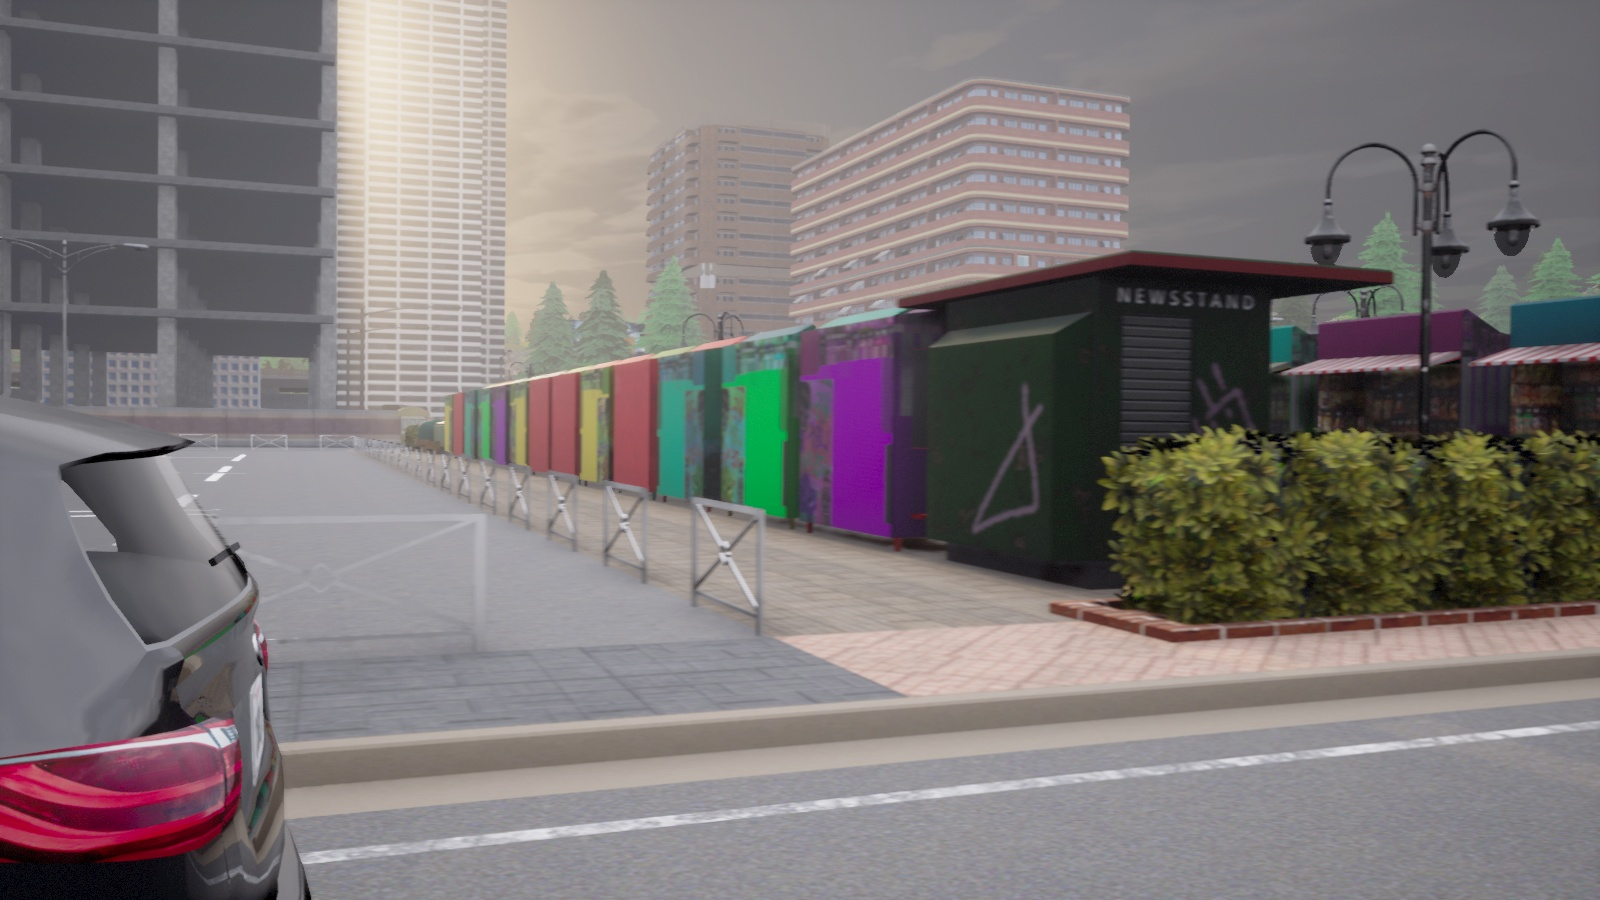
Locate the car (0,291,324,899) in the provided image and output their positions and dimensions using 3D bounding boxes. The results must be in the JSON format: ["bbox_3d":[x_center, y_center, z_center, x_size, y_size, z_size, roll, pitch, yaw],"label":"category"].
[{"bbox_3d":[-3.238,0.645,2.008,4.611,1.667,2.242,-1,1,-21],"label":"car"}]
